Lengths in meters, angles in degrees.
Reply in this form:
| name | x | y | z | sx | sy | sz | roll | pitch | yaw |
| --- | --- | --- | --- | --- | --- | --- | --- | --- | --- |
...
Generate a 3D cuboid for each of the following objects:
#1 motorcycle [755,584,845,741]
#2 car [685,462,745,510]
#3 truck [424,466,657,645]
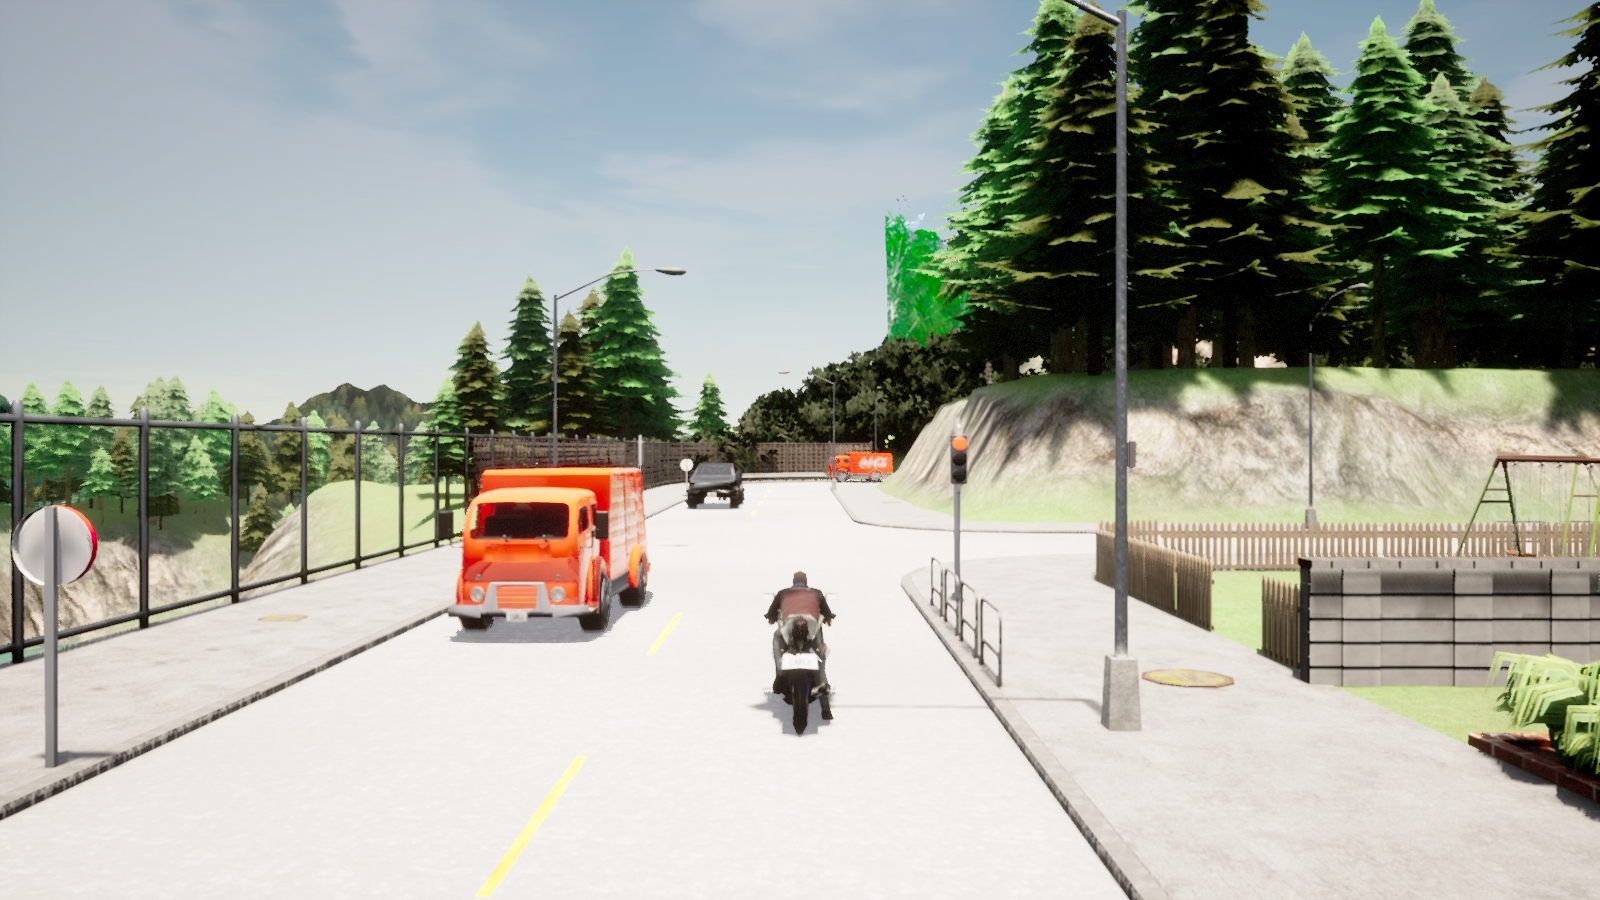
| name | x | y | z | sx | sy | sz | roll | pitch | yaw |
| --- | --- | --- | --- | --- | --- | --- | --- | --- | --- |
| motorcycle | 0.001 | 2.182 | 12.158 | 0.867 | 1.251 | 2.209 | 0 | 0 | 0 |
| car | -3.991 | 1.660 | 54.915 | 2.390 | 2.098 | 6.274 | 0 | 0 | 0 |
| truck | -4.022 | 1.534 | 18.885 | 2.627 | 2.467 | 5.204 | 0 | 0 | 0 |
